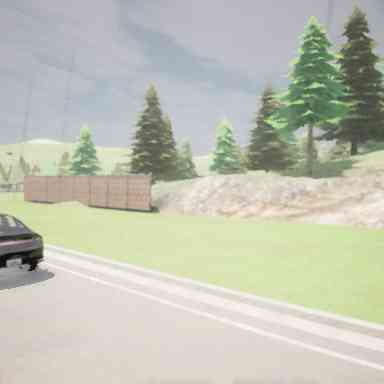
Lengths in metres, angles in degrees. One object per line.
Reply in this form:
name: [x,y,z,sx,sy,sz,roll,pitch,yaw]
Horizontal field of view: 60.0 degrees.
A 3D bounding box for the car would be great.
car: [-5.786,1.279,8.835,4.902,1.511,2.128,2,1,39]
